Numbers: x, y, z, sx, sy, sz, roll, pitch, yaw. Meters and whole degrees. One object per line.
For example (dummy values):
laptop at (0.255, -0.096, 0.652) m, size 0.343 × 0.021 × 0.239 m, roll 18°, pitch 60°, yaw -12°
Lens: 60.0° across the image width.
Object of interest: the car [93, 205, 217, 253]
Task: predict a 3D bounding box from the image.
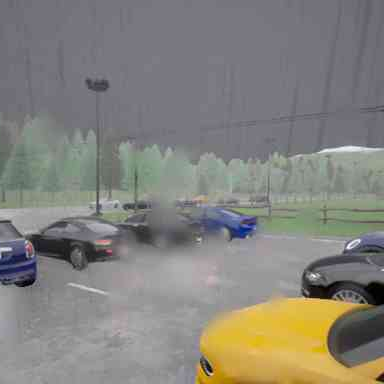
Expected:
car at (-1.663, 1.513, 13.727) m, size 4.892 × 1.490 × 1.837 m, roll 0°, pitch 0°, yaw 36°

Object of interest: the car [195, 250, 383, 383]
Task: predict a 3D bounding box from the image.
car at (2.327, 1.477, 2.334) m, size 5.008 × 1.535 × 1.882 m, roll 0°, pitch 0°, yaw 36°

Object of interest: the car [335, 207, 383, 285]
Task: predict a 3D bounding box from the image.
car at (6.172, 1.352, 8.188) m, size 4.553 × 1.767 × 2.097 m, roll 0°, pitch 0°, yaw 35°

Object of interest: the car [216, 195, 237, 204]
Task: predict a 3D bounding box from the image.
car at (5.991, 1.373, 58.270) m, size 2.097 × 1.767 × 4.553 m, roll 0°, pitch 0°, yaw 35°

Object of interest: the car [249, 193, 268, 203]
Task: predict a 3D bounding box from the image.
car at (13.770, 1.240, 68.778) m, size 2.150 × 2.045 × 5.566 m, roll 0°, pitch 0°, yaw 36°

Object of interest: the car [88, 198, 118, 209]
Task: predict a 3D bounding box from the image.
car at (-11.937, 1.553, 45.544) m, size 1.812 × 1.442 × 4.674 m, roll 0°, pitch 0°, yaw 35°

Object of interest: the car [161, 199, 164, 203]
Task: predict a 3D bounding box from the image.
car at (-6.545, 1.532, 52.980) m, size 1.837 × 1.490 × 4.892 m, roll 0°, pitch 0°, yaw 36°

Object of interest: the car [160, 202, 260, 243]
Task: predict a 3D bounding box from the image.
car at (0.826, 1.484, 16.245) m, size 5.008 × 1.535 × 1.882 m, roll 0°, pitch 0°, yaw 36°

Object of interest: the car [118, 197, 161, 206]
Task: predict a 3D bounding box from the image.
car at (-6.427, 1.623, 41.215) m, size 1.895 × 1.301 × 4.718 m, roll 0°, pitch 0°, yaw 35°

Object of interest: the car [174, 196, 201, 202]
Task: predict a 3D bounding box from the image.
car at (-1.089, 1.548, 48.587) m, size 1.812 × 1.442 × 4.674 m, roll 0°, pitch 0°, yaw 36°

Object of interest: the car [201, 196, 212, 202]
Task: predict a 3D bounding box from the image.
car at (1.856, 1.505, 64.418) m, size 1.882 × 1.535 × 5.008 m, roll 0°, pitch 0°, yaw 37°

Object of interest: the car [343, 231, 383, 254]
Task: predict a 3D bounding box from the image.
car at (4.268, 1.491, 5.246) m, size 4.902 × 1.511 × 2.128 m, roll 0°, pitch 0°, yaw 36°

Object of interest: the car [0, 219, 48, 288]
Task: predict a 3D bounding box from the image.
car at (-5.798, 1.358, 8.077) m, size 4.553 × 1.767 × 2.097 m, roll 0°, pitch 0°, yaw 36°

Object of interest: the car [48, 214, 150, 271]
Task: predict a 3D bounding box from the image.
car at (-3.793, 1.533, 10.947) m, size 4.674 × 1.442 × 1.812 m, roll 0°, pitch 0°, yaw 36°
